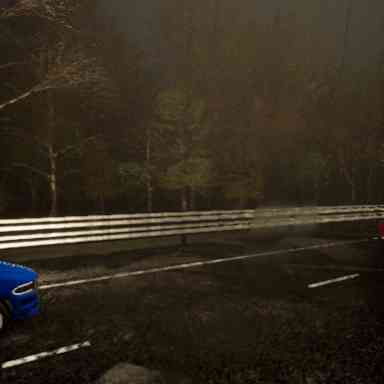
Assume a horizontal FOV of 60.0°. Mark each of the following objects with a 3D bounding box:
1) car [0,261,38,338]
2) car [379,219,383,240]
[{"bbox_3d":[-4.835,1.471,4.533,5.008,1.535,1.882,0,0,-36],"label":"car"},{"bbox_3d":[10.225,1.455,14.511,5.008,1.535,1.882,0,0,-32],"label":"car"}]
